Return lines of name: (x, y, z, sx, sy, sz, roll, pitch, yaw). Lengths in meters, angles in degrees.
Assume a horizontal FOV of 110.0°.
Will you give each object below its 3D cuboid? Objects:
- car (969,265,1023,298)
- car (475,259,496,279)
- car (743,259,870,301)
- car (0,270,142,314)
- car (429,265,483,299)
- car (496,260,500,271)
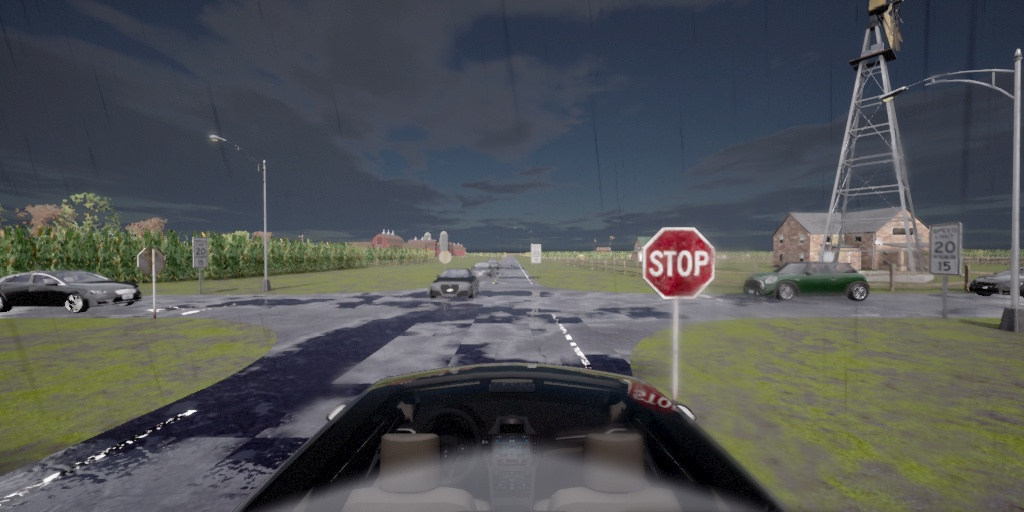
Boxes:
car: (23.462, 1.143, 15.856, 4.892, 1.490, 1.837, 0, 1, 2)
car: (-2.703, 1.265, 33.024, 1.812, 1.442, 4.674, 0, 0, 0)
car: (13.085, 1.026, 16.179, 4.553, 1.767, 2.097, 0, 1, 2)
car: (-17.203, 1.312, 13.779, 4.902, 1.511, 2.128, 0, 1, 0)
car: (-2.727, 1.309, 17.710, 1.994, 1.385, 4.181, 0, 0, 0)
car: (-2.680, 1.201, 48.816, 2.128, 1.511, 4.902, 0, 0, 0)
